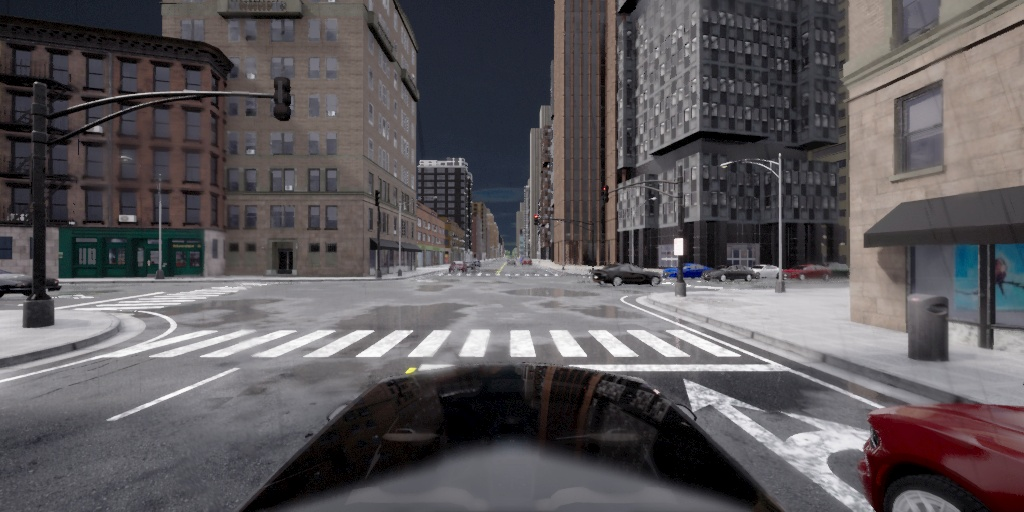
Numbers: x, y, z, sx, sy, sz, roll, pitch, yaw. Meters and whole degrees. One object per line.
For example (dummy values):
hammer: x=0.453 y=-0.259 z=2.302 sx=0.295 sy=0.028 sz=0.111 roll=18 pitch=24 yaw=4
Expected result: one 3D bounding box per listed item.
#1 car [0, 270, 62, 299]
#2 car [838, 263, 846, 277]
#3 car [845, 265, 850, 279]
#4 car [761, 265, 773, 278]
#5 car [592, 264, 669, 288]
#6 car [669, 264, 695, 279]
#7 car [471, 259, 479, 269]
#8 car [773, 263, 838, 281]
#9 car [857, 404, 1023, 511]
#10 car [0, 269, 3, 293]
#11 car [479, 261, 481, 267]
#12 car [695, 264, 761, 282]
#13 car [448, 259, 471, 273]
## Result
car: x=-22.317 y=1.032 z=14.448 sx=5.357 sy=1.411 sz=2.033 roll=1 pitch=0 yaw=-16
car: x=35.018 y=1.571 z=39.628 sx=4.553 sy=1.767 sz=2.097 roll=1 pitch=0 yaw=-13
car: x=33.204 y=1.625 z=32.319 sx=5.008 sy=1.535 sz=1.882 roll=1 pitch=0 yaw=-14
car: x=26.009 y=1.640 z=37.346 sx=4.674 sy=1.442 sz=1.812 roll=1 pitch=0 yaw=-15
car: x=7.926 y=1.312 z=24.703 sx=5.008 sy=1.535 sz=1.882 roll=1 pitch=-1 yaw=-19
car: x=17.027 y=1.487 z=34.776 sx=5.008 sy=1.535 sz=1.882 roll=1 pitch=0 yaw=-16
car: x=-6.683 y=1.252 z=54.670 sx=2.128 sy=1.511 sz=4.902 roll=0 pitch=0 yaw=0
car: x=28.330 y=1.594 z=34.605 sx=5.008 sy=1.535 sz=1.882 roll=1 pitch=0 yaw=-15
car: x=3.353 y=1.228 z=0.406 sx=1.882 sy=1.535 sz=5.008 roll=0 pitch=0 yaw=0
car: x=-21.029 y=1.021 z=11.457 sx=5.357 sy=1.411 sz=2.033 roll=1 pitch=0 yaw=-13
car: x=-6.673 y=1.326 z=64.632 sx=1.994 sy=1.385 sz=4.181 roll=0 pitch=0 yaw=0
car: x=19.279 y=1.515 z=32.033 sx=4.892 sy=1.490 sz=1.837 roll=1 pitch=0 yaw=-17
car: x=-6.672 y=1.284 z=44.709 sx=1.812 sy=1.442 sz=4.674 roll=0 pitch=0 yaw=0
